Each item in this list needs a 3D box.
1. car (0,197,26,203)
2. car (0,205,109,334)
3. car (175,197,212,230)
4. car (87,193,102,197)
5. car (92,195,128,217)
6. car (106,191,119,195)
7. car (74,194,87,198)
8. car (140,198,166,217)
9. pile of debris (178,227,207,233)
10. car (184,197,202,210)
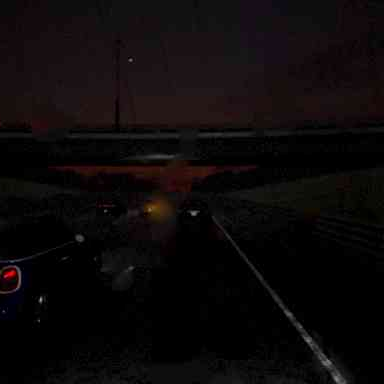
[{"bbox_3d":[-17.586,1.316,32.193,1.837,1.490,4.892,0,0,0],"label":"car"},{"bbox_3d":[-3.398,1.311,6.836,2.097,1.767,4.553,0,0,0],"label":"car"},{"bbox_3d":[0.106,1.231,20.448,2.097,1.767,4.553,0,0,0],"label":"car"},{"bbox_3d":[-20.977,1.102,73.332,1.837,1.490,4.892,0,0,0],"label":"car"},{"bbox_3d":[-6.891,1.321,28.975,2.128,1.511,4.902,0,0,0],"label":"car"},{"bbox_3d":[-17.477,0.827,73.300,2.150,2.045,5.566,0,0,0],"label":"car"},{"bbox_3d":[-24.477,1.080,73.332,1.882,1.535,5.008,0,0,0],"label":"car"},{"bbox_3d":[-3.391,1.305,29.310,1.882,1.535,5.008,0,0,0],"label":"car"},{"bbox_3d":[0.006,2.068,18.122,1.500,0.140,1.860,0,0,0],"label":"pile of debris"},{"bbox_3d":[0.112,1.314,40.846,2.033,1.411,5.357,0,0,0],"label":"car"}]
